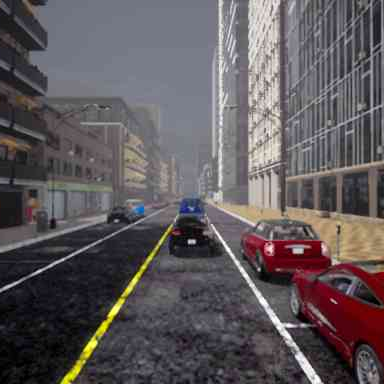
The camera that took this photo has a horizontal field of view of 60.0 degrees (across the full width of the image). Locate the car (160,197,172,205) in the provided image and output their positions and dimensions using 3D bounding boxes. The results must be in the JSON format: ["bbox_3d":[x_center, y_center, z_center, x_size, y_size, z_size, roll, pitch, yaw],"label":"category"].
[{"bbox_3d":[-5.709,1.954,66.855,2.192,1.841,5.009,0,-1,0],"label":"car"}]

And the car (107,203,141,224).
[{"bbox_3d":[-5.698,1.823,27.314,1.947,1.339,4.313,0,-1,0],"label":"car"}]

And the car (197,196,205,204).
[{"bbox_3d":[2.370,2.090,88.991,2.150,2.045,5.566,0,-1,0],"label":"car"}]

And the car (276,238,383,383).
[{"bbox_3d":[2.688,1.627,4.723,1.802,1.307,4.206,0,-1,0],"label":"car"}]

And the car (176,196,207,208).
[{"bbox_3d":[-0.007,1.490,29.024,2.150,2.045,5.566,0,0,0],"label":"car"}]

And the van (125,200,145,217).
[{"bbox_3d":[-5.699,1.651,32.965,1.690,1.788,3.998,0,-1,0],"label":"van"}]

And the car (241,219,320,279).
[{"bbox_3d":[2.687,1.538,10.372,1.967,1.590,4.097,0,-1,0],"label":"car"}]

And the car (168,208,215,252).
[{"bbox_3d":[0.002,1.662,14.398,1.812,1.442,4.674,0,0,0],"label":"car"}]

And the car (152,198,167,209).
[{"bbox_3d":[-5.706,2.108,55.555,1.802,1.307,4.206,0,-1,0],"label":"car"}]

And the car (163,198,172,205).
[{"bbox_3d":[-5.712,2.193,78.151,1.967,1.590,4.097,0,-1,0],"label":"car"}]

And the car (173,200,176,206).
[{"bbox_3d":[-3.020,2.279,71.732,1.895,1.301,4.718,0,-1,0],"label":"car"}]

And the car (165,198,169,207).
[{"bbox_3d":[-5.707,2.164,61.204,1.802,1.307,4.206,0,-1,0],"label":"car"}]

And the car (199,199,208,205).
[{"bbox_3d":[2.668,2.279,78.322,1.752,1.417,4.829,0,-1,0],"label":"car"}]
